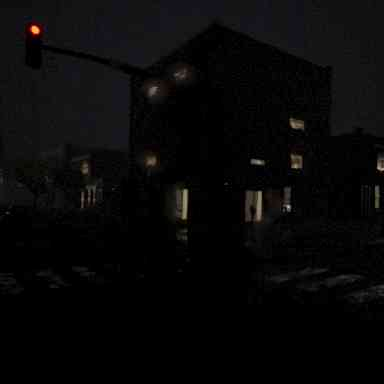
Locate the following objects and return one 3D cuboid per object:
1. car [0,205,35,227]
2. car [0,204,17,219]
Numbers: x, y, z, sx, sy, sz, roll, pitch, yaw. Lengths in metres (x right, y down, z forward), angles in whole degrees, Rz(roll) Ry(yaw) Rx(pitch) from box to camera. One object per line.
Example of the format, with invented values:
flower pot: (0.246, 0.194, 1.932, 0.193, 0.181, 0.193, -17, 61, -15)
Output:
car: (-13.583, 1.801, 25.897, 1.967, 1.590, 4.097, 1, -1, -35)
car: (-19.789, 2.007, 34.757, 2.008, 1.369, 4.403, 1, -1, -35)
